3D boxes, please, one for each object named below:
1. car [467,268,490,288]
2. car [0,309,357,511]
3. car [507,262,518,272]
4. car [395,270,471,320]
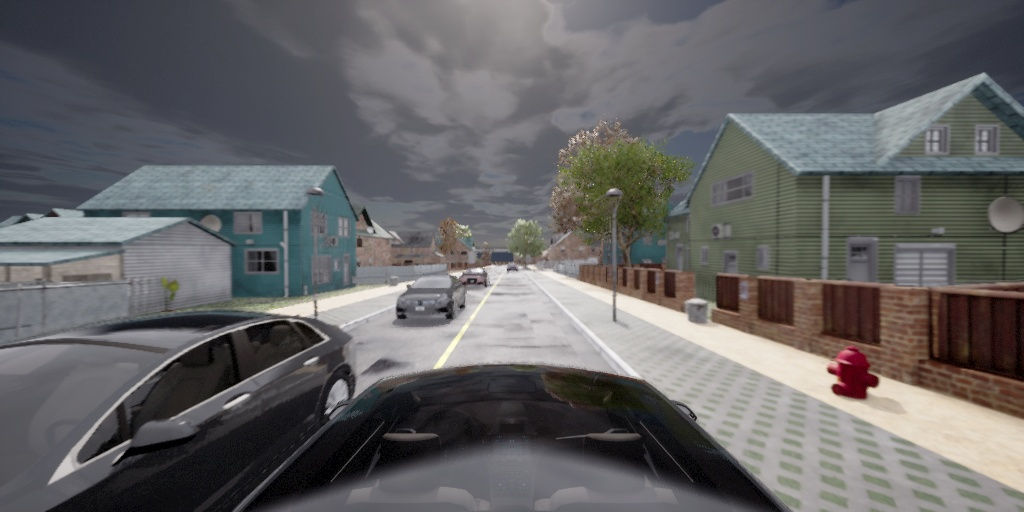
[{"bbox_3d":[-2.755,1.592,26.902,1.994,1.385,4.181,0,-1,1],"label":"car"},{"bbox_3d":[-2.850,1.264,2.632,1.837,1.490,4.892,0,-1,0],"label":"car"},{"bbox_3d":[0.072,2.063,61.306,1.895,1.301,4.718,0,-1,0],"label":"car"},{"bbox_3d":[-2.828,1.398,13.396,1.812,1.442,4.674,0,-1,0],"label":"car"}]
